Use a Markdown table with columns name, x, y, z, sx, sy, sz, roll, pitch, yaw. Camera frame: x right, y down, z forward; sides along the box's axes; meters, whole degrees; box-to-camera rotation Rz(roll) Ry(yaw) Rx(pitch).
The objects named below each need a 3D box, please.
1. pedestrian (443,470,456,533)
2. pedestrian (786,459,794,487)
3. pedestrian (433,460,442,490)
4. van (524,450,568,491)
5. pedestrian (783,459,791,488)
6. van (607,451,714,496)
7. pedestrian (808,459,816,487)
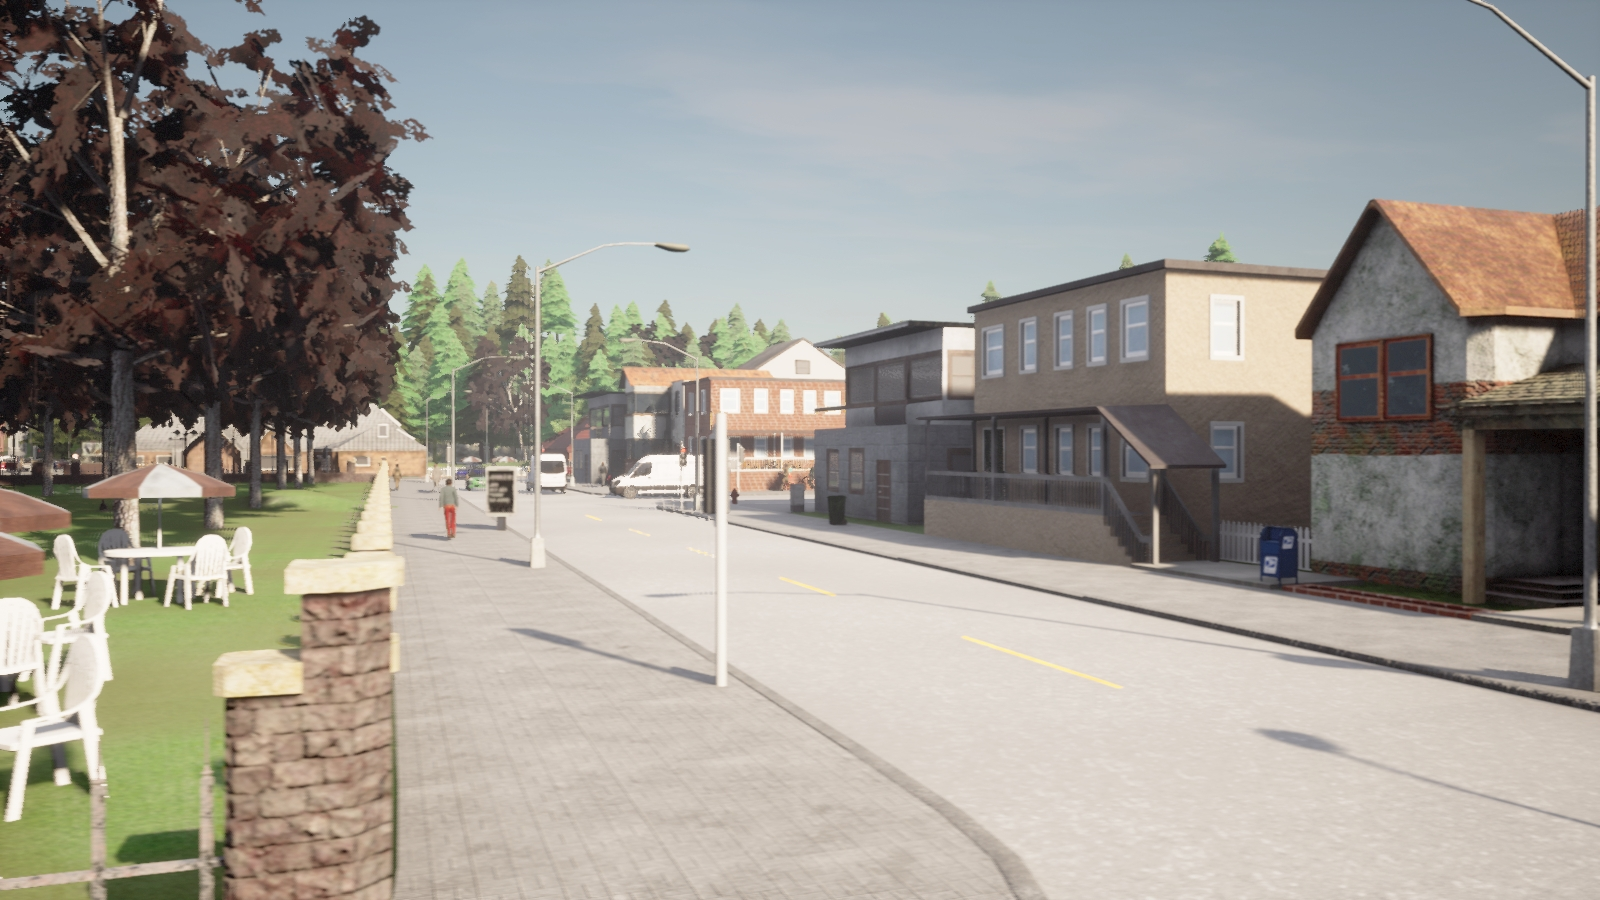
| name | x | y | z | sx | sy | sz | roll | pitch | yaw |
| --- | --- | --- | --- | --- | --- | --- | --- | --- | --- |
| pedestrian | -10.409 | 1.525 | 33.949 | 0.375 | 1.860 | 0.375 | 0 | 0 | -18 |
| pedestrian | -0.648 | 1.515 | 74.795 | 0.375 | 1.860 | 0.375 | 0 | 0 | -26 |
| pedestrian | -22.412 | 1.525 | 70.612 | 0.375 | 1.860 | 0.375 | 0 | 0 | 26 |
| van | -16.782 | 1.314 | 75.321 | 1.988 | 2.561 | 5.915 | 0 | 0 | -21 |
| pedestrian | -0.850 | 1.517 | 74.082 | 0.375 | 1.860 | 0.375 | 0 | 0 | -24 |
| van | -8.156 | 1.314 | 66.695 | 5.915 | 2.561 | 1.988 | 0 | 0 | -17 |
| pedestrian | 0.781 | 1.515 | 75.107 | 0.375 | 1.860 | 0.375 | 0 | 0 | -20 |
